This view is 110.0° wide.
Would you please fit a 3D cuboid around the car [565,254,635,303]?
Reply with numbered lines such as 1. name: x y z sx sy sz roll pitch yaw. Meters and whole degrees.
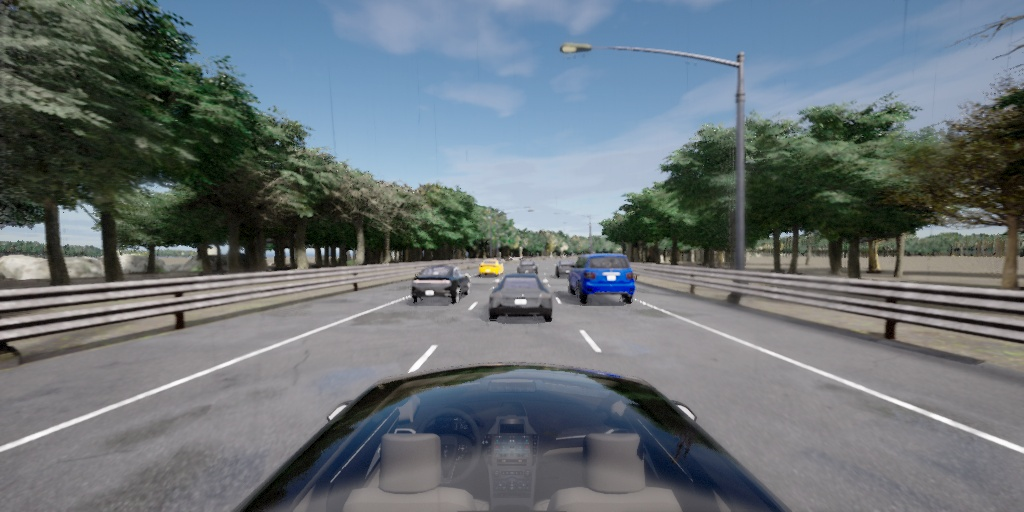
1. car: 3.947 0.934 16.541 2.150 2.045 5.566 0 0 2

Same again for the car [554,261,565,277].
1. car: 4.990 1.155 33.387 2.128 1.511 4.902 0 0 5

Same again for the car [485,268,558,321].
1. car: 0.311 1.284 12.371 1.994 1.385 4.181 0 0 2

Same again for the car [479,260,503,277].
1. car: -1.945 1.128 34.475 1.882 1.535 5.008 0 0 5

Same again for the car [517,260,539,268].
1. car: 1.475 1.151 33.321 2.128 1.511 4.902 0 0 5

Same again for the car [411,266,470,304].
1. car: -3.064 1.196 16.153 2.128 1.511 4.902 0 0 2
